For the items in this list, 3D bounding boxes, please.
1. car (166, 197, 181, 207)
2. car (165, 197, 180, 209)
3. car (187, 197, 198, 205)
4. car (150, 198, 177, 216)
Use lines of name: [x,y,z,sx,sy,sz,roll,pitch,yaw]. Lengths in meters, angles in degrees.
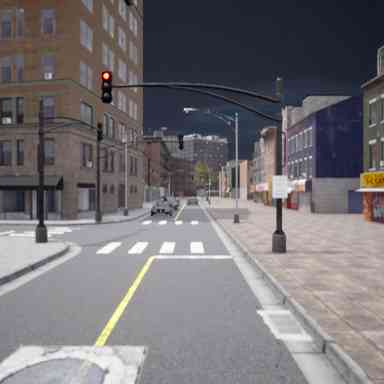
car: [-2.828,1.595,52.667,2.033,1.411,5.357,0,0,0]
car: [-2.835,1.388,42.045,2.097,1.767,4.553,0,0,0]
car: [0.117,1.546,58.932,2.128,1.511,4.902,0,0,0]
car: [-2.840,1.590,32.256,1.994,1.385,4.181,0,0,0]
